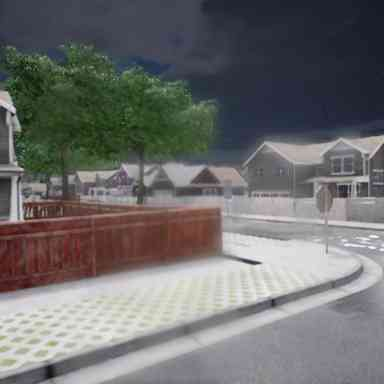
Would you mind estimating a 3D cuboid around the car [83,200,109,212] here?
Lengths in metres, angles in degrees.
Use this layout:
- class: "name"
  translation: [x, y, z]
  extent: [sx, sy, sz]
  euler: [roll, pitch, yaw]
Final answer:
- class: "car"
  translation: [-11.319, 1.601, 38.985]
  extent: [2.033, 1.411, 5.357]
  euler: [-1, 0, -35]

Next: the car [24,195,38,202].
- class: "car"
  translation: [-41.358, 1.971, 85.975]
  extent: [1.895, 1.301, 4.718]
  euler: [-1, 0, -36]
